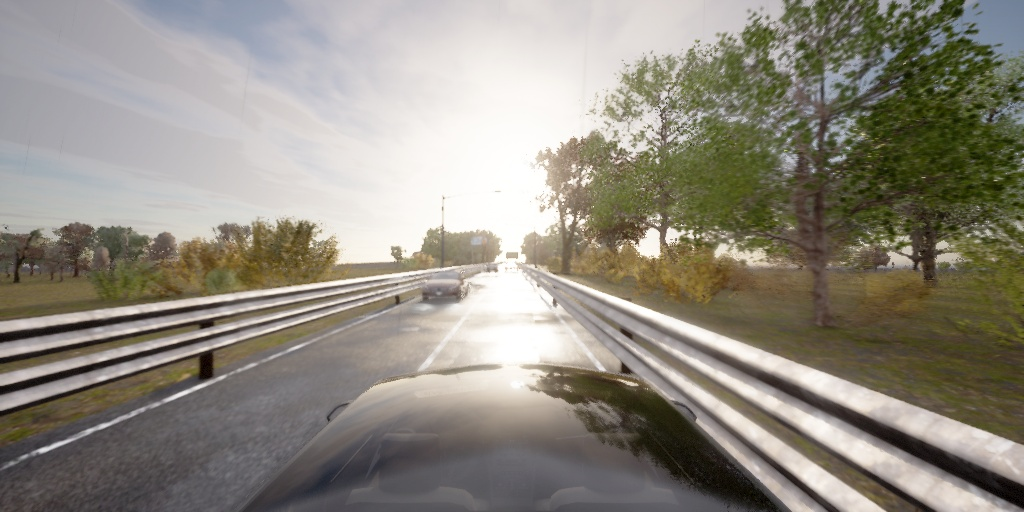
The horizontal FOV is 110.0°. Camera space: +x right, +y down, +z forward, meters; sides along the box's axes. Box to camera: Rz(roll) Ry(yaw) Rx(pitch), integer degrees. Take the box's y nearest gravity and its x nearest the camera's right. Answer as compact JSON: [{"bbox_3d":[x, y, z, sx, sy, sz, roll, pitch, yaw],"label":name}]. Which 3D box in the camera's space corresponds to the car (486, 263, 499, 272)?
[{"bbox_3d":[-3.262,1.901,59.804,2.128,1.511,4.902,0,-1,1],"label":"car"}]

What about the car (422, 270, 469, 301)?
[{"bbox_3d":[-3.348,1.469,18.745,1.812,1.442,4.674,0,-1,0],"label":"car"}]
